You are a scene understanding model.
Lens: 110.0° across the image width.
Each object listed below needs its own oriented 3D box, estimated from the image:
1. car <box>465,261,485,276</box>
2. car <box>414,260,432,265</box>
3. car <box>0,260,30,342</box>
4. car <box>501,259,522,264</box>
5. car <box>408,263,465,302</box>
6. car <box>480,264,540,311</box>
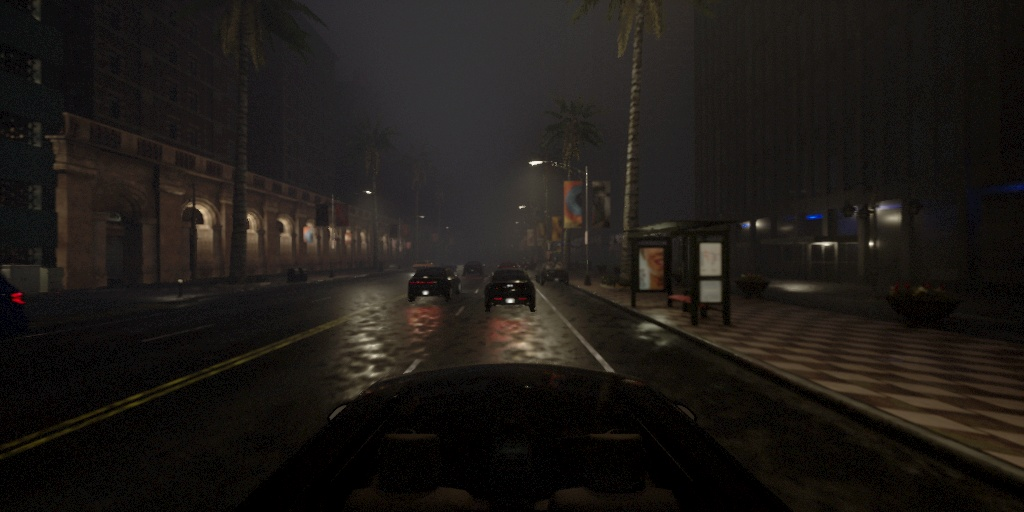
[{"bbox_3d":[-3.904,1.242,37.359,1.882,1.535,5.008,0,0,-1],"label":"car"},{"bbox_3d":[-11.208,1.276,45.360,1.882,1.535,5.008,0,0,-1],"label":"car"},{"bbox_3d":[-10.631,1.021,4.687,2.150,2.045,5.566,0,0,-1],"label":"car"},{"bbox_3d":[-0.339,1.226,32.972,1.882,1.535,5.008,0,0,-1],"label":"car"},{"bbox_3d":[-3.616,1.270,17.276,1.837,1.490,4.892,0,0,-1],"label":"car"},{"bbox_3d":[-0.084,1.254,14.460,1.837,1.490,4.892,0,0,-1],"label":"car"}]
